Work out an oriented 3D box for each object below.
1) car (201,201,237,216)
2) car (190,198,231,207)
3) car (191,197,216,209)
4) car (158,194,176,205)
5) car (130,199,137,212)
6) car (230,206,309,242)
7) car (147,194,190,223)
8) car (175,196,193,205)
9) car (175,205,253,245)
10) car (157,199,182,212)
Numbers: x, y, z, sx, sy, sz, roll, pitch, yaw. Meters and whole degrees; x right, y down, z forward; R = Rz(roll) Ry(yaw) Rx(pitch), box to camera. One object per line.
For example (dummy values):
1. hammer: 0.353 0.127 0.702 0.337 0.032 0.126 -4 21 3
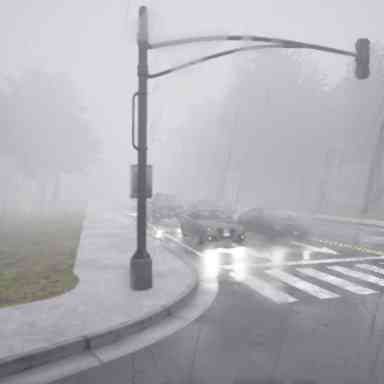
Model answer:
1. car: 2.567 1.568 32.777 1.895 1.301 4.718 0 0 -17
2. car: 0.961 1.449 26.162 2.128 1.511 4.902 0 0 -17
3. car: 1.530 1.496 47.111 2.033 1.411 5.357 0 0 -17
4. car: -4.232 1.240 55.220 2.097 1.767 4.553 0 0 -16
5. car: -5.657 1.253 36.892 2.097 1.767 4.553 0 0 -17
6. car: 3.836 1.508 16.605 1.812 1.442 4.674 0 0 -17
7. car: -2.192 1.154 25.332 2.150 2.045 5.566 0 0 -18
8. car: -1.469 1.473 57.057 1.994 1.385 4.181 0 0 -17
9. car: 0.834 1.523 15.310 1.994 1.385 4.181 0 0 -17
10. car: -2.639 1.487 38.135 1.994 1.385 4.181 0 0 -16
